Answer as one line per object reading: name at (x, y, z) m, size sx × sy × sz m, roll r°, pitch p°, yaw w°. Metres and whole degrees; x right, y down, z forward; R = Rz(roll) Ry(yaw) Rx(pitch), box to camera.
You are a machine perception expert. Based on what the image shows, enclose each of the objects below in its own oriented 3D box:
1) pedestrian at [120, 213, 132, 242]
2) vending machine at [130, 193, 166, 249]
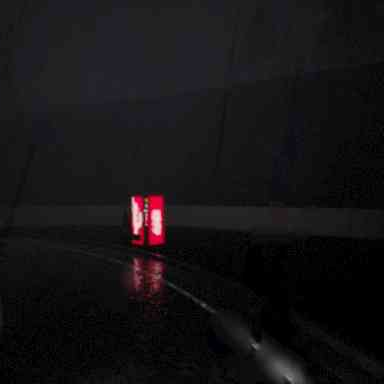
pedestrian at (-2.724, 1.081, 13.700) m, size 0.375 × 1.860 × 0.375 m, roll 0°, pitch 1°, yaw 43°
vending machine at (-1.758, 1.121, 13.334) m, size 1.100 × 2.100 × 0.880 m, roll -1°, pitch 1°, yaw -44°
